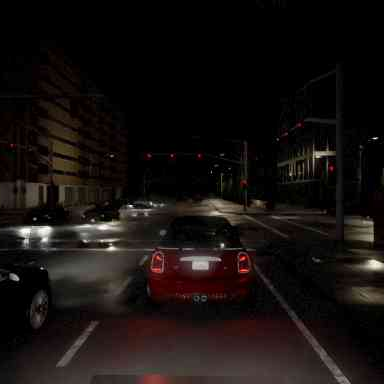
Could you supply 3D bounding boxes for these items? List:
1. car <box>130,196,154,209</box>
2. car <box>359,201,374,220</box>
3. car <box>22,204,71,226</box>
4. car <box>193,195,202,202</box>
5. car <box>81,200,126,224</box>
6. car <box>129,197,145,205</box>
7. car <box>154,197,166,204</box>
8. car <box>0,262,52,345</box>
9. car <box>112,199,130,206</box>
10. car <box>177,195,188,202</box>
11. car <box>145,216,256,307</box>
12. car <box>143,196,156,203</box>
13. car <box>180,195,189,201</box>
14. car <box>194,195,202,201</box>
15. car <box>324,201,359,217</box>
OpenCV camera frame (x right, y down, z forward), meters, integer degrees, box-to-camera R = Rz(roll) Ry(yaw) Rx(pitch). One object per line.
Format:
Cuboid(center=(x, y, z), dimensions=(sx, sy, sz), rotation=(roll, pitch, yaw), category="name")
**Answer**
Cuboid(center=(-6.642, 1.525, 44.420), dimensions=(1.812, 1.442, 4.674), rotation=(0, 0, 1), category="car")
Cuboid(center=(16.702, 1.603, 26.497), dimensions=(5.357, 1.411, 2.033), rotation=(0, 0, 1), category="car")
Cuboid(center=(-10.308, 1.591, 23.821), dimensions=(1.994, 1.385, 4.181), rotation=(0, 0, 0), category="car")
Cuboid(center=(1.271, 1.478, 73.859), dimensions=(1.882, 1.535, 5.008), rotation=(0, 0, 2), category="car")
Cuboid(center=(-6.800, 1.573, 25.499), dimensions=(2.033, 1.411, 5.357), rotation=(0, 0, 0), category="car")
Cuboid(center=(-9.758, 1.564, 58.942), dimensions=(1.994, 1.385, 4.181), rotation=(0, 0, 2), category="car")
Cuboid(center=(-6.115, 1.564, 63.088), dimensions=(1.994, 1.385, 4.181), rotation=(0, 0, 2), category="car")
Cuboid(center=(-3.395, 1.492, 3.911), dimensions=(2.128, 1.511, 4.902), rotation=(0, 0, 1), category="car")
Cuboid(center=(-10.132, 1.601, 44.958), dimensions=(1.895, 1.301, 4.718), rotation=(0, 0, 1), category="car")
Cuboid(center=(-2.228, 1.524, 73.881), dimensions=(2.128, 1.511, 4.902), rotation=(0, 0, 2), category="car")
Cuboid(center=(0.223, 1.352, 8.139), dimensions=(2.097, 1.767, 4.553), rotation=(0, 0, 2), category="car")
Cuboid(center=(-9.267, 1.595, 72.828), dimensions=(1.895, 1.301, 4.718), rotation=(0, 0, 2), category="car")
Cuboid(center=(-1.927, 1.540, 83.967), dimensions=(2.033, 1.411, 5.357), rotation=(0, 0, 2), category="car")
Cuboid(center=(1.576, 1.478, 84.013), dimensions=(1.882, 1.535, 5.008), rotation=(0, 0, 2), category="car")
Cuboid(center=(14.516, 1.547, 30.045), dimensions=(4.902, 1.511, 2.128), rotation=(0, 0, 1), category="car")
